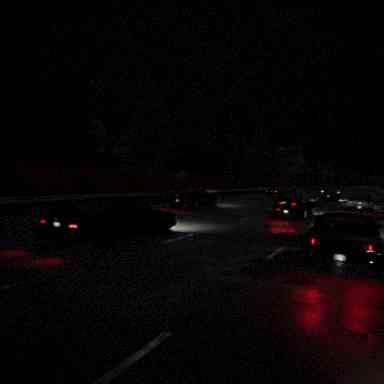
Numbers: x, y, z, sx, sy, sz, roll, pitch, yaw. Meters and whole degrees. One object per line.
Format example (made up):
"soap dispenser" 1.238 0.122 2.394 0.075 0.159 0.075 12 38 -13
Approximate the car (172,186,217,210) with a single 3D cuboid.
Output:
"car" 0.200 0.352 24.023 1.882 1.535 5.008 4 3 28

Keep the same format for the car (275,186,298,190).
"car" 11.182 0.209 37.257 1.882 1.535 5.008 4 3 28

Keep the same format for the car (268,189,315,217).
"car" 6.450 0.790 20.895 1.837 1.490 4.892 4 3 28

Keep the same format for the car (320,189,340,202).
"car" 16.697 0.394 40.209 1.994 1.385 4.181 4 3 28

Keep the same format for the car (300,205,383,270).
"car" 4.766 1.305 10.281 1.895 1.301 4.718 4 3 28

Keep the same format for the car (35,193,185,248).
"car" -2.553 0.888 11.389 2.033 1.411 5.357 4 3 28

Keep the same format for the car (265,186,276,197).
"car" 11.408 -0.076 45.150 2.033 1.411 5.357 4 3 28

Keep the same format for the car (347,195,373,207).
"car" 14.399 0.877 28.432 1.895 1.301 4.718 4 3 28
